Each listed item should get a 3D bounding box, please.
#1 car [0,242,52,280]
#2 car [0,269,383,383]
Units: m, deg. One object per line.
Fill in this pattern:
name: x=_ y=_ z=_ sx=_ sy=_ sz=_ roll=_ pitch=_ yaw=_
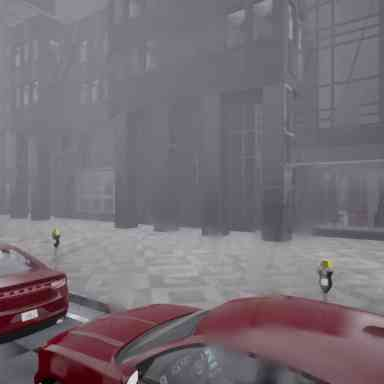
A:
car: x=-4.027 y=1.545 z=5.826 sx=4.507 sy=1.381 sz=1.887 roll=0 pitch=0 yaw=35
car: x=0.564 y=1.545 z=2.557 sx=4.507 sy=1.381 sz=1.887 roll=0 pitch=0 yaw=35
